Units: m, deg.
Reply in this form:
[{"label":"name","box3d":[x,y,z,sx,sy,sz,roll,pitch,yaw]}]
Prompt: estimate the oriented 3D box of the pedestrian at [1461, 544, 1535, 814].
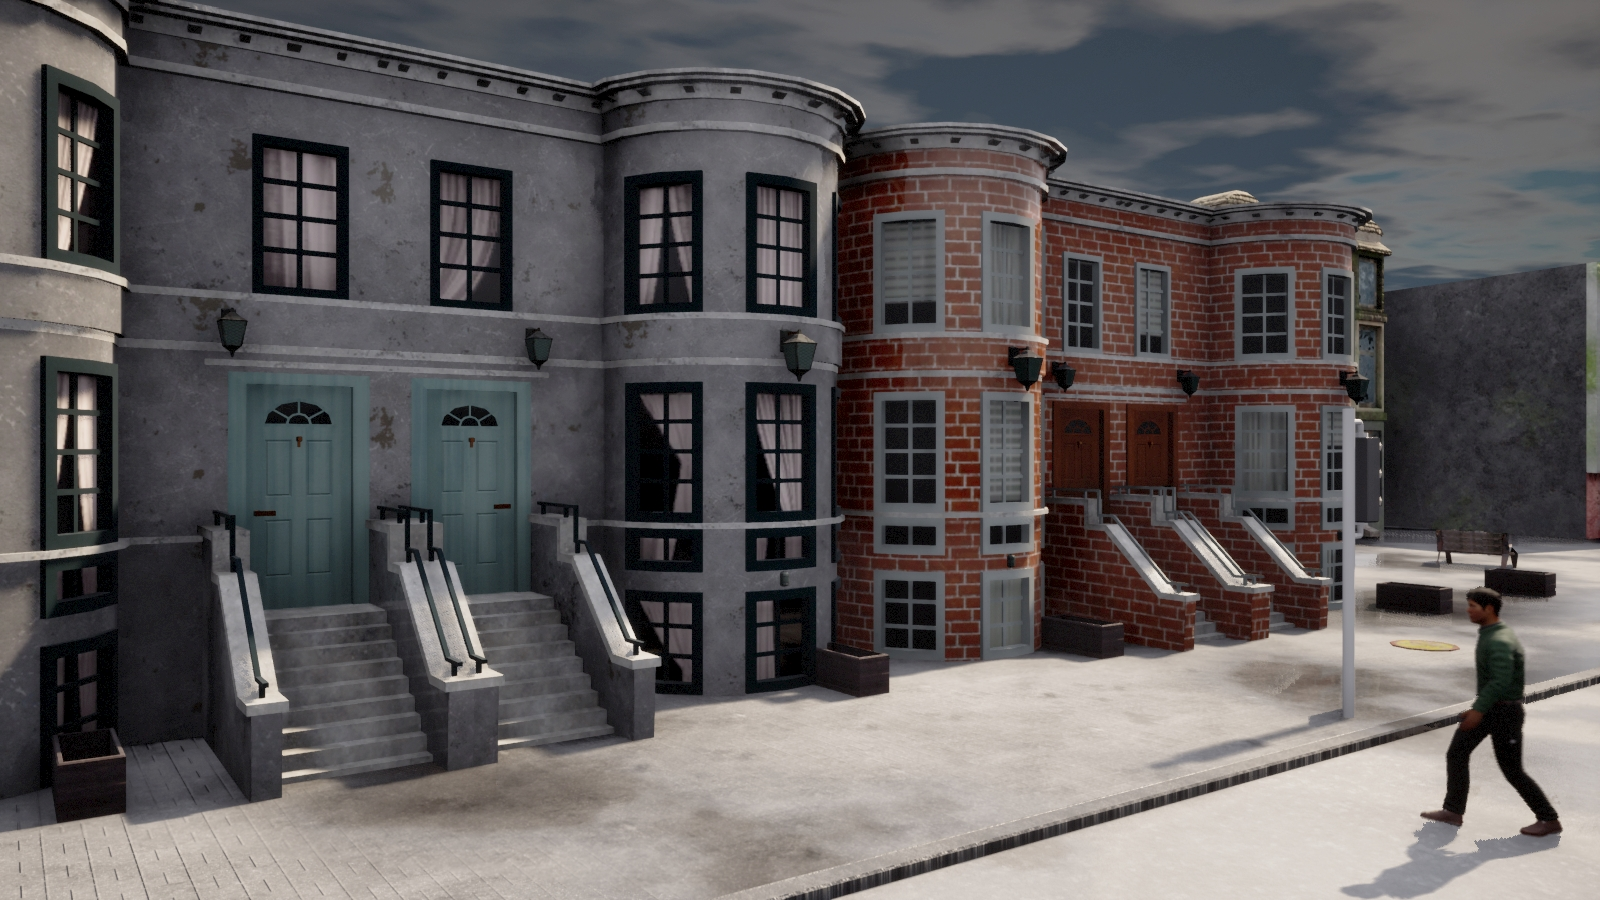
[{"label":"pedestrian","box3d":[5.037,1.629,8.258,0.375,1.860,0.375,0,0,16]}]
